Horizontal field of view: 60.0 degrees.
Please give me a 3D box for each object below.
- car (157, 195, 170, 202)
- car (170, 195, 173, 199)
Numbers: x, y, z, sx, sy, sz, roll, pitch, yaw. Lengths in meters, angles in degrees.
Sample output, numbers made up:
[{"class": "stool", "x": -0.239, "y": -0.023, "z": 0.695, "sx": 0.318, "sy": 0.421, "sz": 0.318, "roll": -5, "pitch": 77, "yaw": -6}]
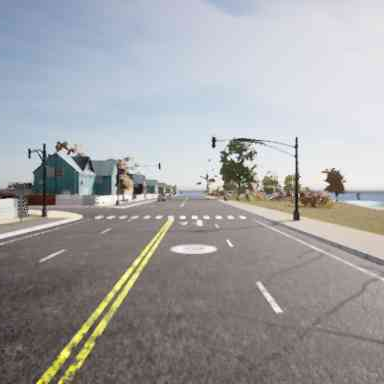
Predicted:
[{"class": "car", "x": -6.506, "y": 1.432, "z": 72.187, "sx": 2.128, "sy": 1.511, "sz": 4.902, "roll": 0, "pitch": 0, "yaw": 0}, {"class": "car", "x": -6.508, "y": 1.458, "z": 95.147, "sx": 1.895, "sy": 1.301, "sz": 4.718, "roll": 0, "pitch": 0, "yaw": 0}]
